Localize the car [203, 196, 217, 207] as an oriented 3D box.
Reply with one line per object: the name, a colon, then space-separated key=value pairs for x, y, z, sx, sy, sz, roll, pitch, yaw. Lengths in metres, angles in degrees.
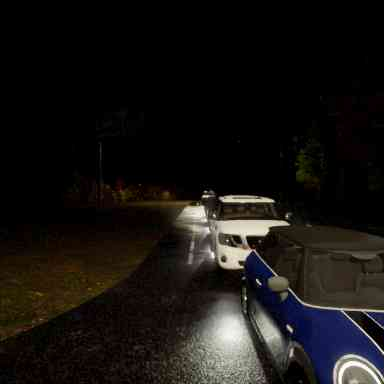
car: x=2.567 y=1.314 z=48.008 sx=1.994 sy=1.385 sz=4.181 roll=0 pitch=0 yaw=2

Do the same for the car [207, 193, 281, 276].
car: x=1.716 y=1.160 z=10.502 sx=2.150 sy=2.045 sz=5.566 roll=0 pitch=0 yaw=1

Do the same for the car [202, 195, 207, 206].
car: x=2.113 y=1.322 z=29.344 sx=1.882 sy=1.535 sz=5.008 roll=0 pitch=0 yaw=1

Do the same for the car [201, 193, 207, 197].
car: x=2.393 y=1.275 z=41.599 sx=2.128 sy=1.511 sz=4.902 roll=0 pitch=0 yaw=1

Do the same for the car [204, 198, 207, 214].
car: x=1.978 y=1.380 z=23.089 sx=1.837 sy=1.490 sz=4.892 roll=0 pitch=0 yaw=1

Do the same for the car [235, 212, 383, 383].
car: x=1.940 y=1.338 z=4.156 sx=2.097 sy=1.767 sz=4.553 roll=0 pitch=0 yaw=0

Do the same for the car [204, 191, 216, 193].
car: x=2.743 y=0.938 z=54.441 sx=2.150 sy=2.045 sz=5.566 roll=0 pitch=0 yaw=2
